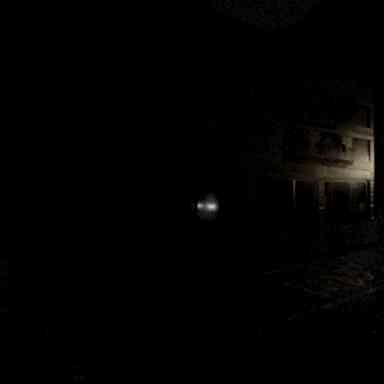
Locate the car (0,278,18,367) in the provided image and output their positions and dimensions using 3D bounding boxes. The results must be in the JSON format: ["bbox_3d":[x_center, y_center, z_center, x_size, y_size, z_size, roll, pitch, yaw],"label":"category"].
[{"bbox_3d":[-4.223,1.545,3.195,4.507,1.381,1.887,0,0,-35],"label":"car"}]

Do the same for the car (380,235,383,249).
[{"bbox_3d":[8.848,1.525,12.508,4.829,1.417,1.752,0,0,-35],"label":"car"}]
